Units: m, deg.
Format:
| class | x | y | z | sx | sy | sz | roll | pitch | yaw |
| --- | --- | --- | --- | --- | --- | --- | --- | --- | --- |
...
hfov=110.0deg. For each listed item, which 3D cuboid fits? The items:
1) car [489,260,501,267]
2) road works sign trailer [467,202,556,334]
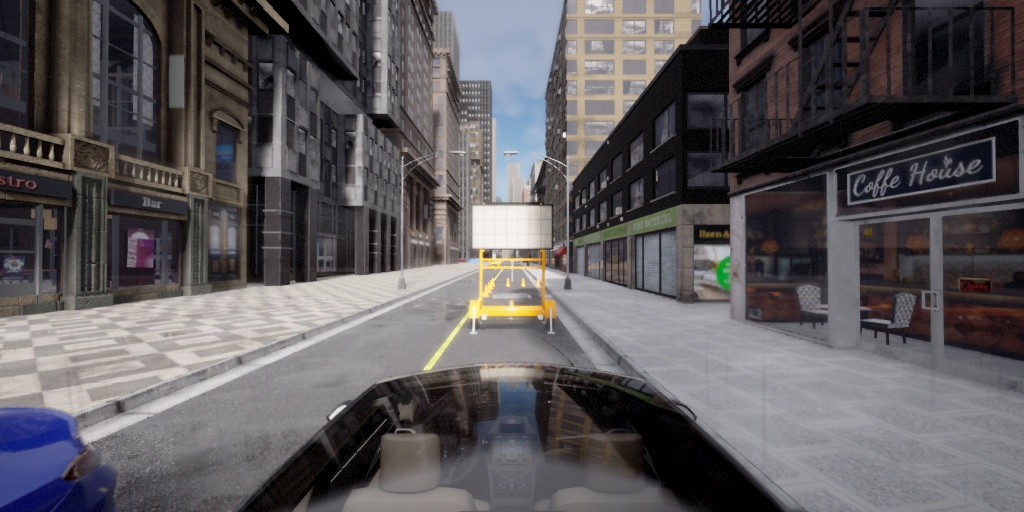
| class | x | y | z | sx | sy | sz | roll | pitch | yaw |
| --- | --- | --- | --- | --- | --- | --- | --- | --- | --- |
| car | -2.972 | 1.317 | 61.596 | 1.882 | 1.535 | 5.008 | 0 | 0 | 0 |
| road works sign trailer | 0.011 | 0.216 | 10.613 | 2.380 | 3.560 | 2.880 | 0 | 0 | 0 |
